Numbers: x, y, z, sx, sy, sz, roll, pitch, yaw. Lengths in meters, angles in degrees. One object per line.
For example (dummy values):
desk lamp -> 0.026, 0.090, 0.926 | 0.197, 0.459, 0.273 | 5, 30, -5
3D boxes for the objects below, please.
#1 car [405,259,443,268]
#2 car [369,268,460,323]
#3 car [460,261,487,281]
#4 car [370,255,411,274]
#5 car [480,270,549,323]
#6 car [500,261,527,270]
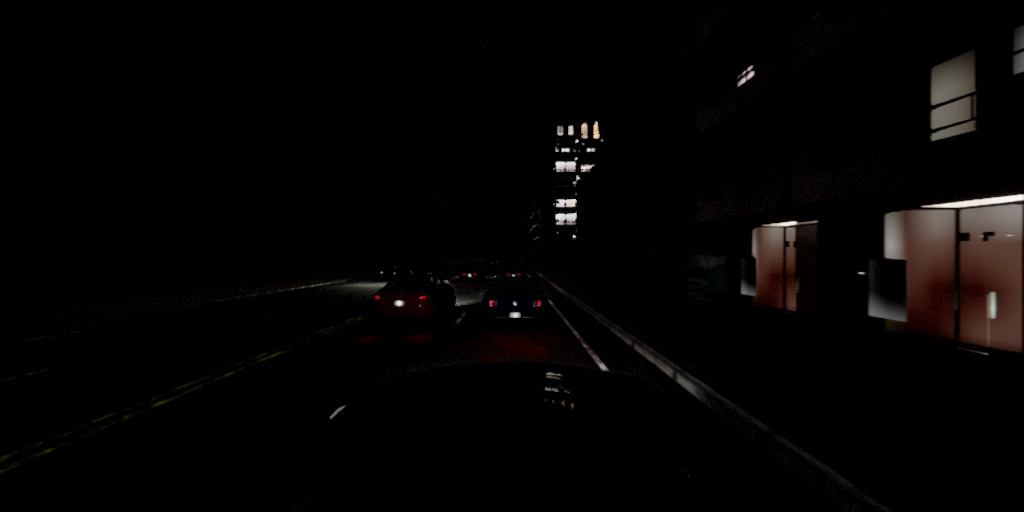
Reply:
car -> -6.588, 1.180, 28.100 | 1.837, 1.490, 4.892 | 0, 0, 0
car -> -3.157, 1.285, 12.058 | 1.994, 1.385, 4.181 | 0, 0, 0
car -> -3.146, 1.175, 29.083 | 1.837, 1.490, 4.892 | 0, 0, 0
car -> -9.839, 0.891, 29.815 | 2.150, 2.045, 5.566 | 0, 0, 0
car -> 0.096, 1.321, 12.023 | 1.895, 1.301, 4.718 | 0, 0, 0
car -> 0.105, 1.176, 29.019 | 1.837, 1.490, 4.892 | 0, 0, 0
